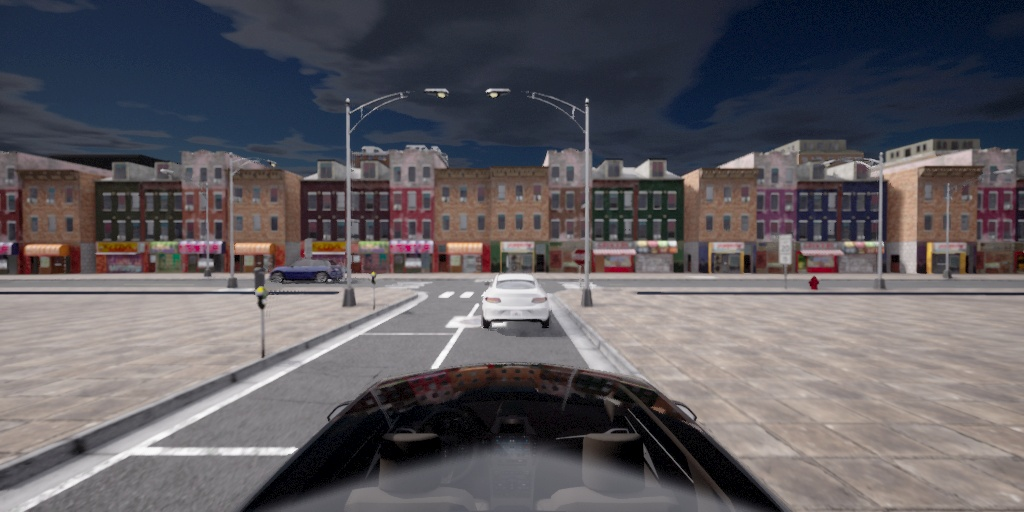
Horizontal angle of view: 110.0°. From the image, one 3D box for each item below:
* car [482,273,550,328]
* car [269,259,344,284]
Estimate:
[{"bbox_3d":[0.097,1.238,11.099,1.812,1.442,4.674,0,0,0],"label":"car"},{"bbox_3d":[-14.455,0.985,25.271,4.553,1.767,2.097,0,1,1],"label":"car"}]
